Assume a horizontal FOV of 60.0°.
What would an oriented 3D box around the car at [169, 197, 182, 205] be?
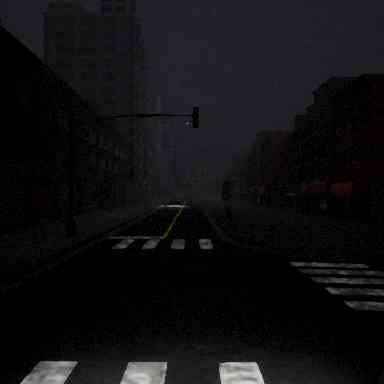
[{"bbox_3d":[-2.751,1.574,56.619,1.994,1.385,4.181,0,0,0],"label":"car"}]
